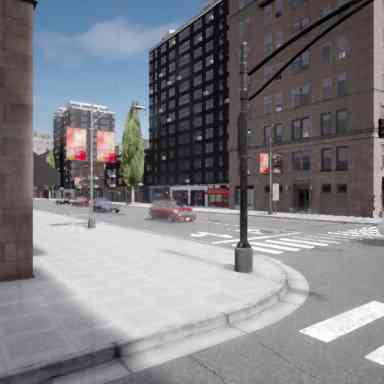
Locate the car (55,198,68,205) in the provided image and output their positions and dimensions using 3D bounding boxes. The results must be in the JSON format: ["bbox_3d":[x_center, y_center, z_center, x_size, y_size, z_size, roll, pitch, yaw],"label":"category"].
[{"bbox_3d":[-25.310,1.857,65.105,1.895,1.301,4.718,0,0,-36],"label":"car"}]

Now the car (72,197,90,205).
[{"bbox_3d":[-22.135,1.749,66.259,2.128,1.511,4.902,0,0,-36],"label":"car"}]

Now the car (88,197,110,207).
[{"bbox_3d":[-16.229,1.714,58.073,2.128,1.511,4.902,0,0,-36],"label":"car"}]

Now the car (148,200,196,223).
[{"bbox_3d":[-1.623,1.433,26.390,2.097,1.767,4.553,0,0,-36],"label":"car"}]

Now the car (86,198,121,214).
[{"bbox_3d":[-9.919,1.682,37.892,2.033,1.411,5.357,0,0,-36],"label":"car"}]

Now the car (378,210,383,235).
[{"bbox_3d":[10.779,1.238,13.582,5.566,2.045,2.150,-1,1,23],"label":"car"}]

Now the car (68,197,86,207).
[{"bbox_3d":[-18.945,1.743,56.290,1.812,1.442,4.674,0,0,-36],"label":"car"}]
